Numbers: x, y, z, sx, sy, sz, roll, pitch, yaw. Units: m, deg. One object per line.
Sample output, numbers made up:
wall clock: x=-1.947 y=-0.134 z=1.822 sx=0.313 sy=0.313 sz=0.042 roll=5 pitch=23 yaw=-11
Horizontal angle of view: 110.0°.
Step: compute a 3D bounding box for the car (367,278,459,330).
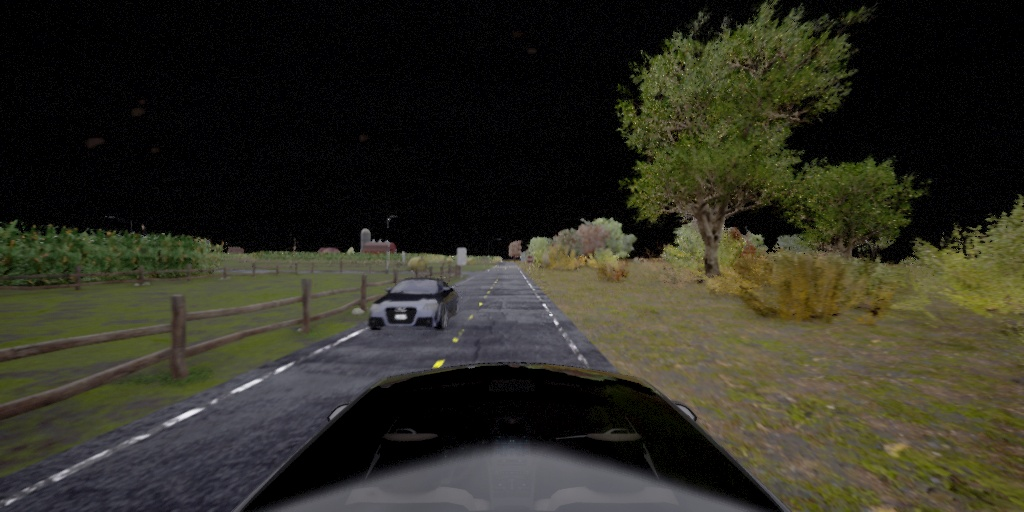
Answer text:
car: x=-2.851 y=1.382 z=11.186 sx=1.994 sy=1.385 sz=4.181 roll=0 pitch=0 yaw=0
